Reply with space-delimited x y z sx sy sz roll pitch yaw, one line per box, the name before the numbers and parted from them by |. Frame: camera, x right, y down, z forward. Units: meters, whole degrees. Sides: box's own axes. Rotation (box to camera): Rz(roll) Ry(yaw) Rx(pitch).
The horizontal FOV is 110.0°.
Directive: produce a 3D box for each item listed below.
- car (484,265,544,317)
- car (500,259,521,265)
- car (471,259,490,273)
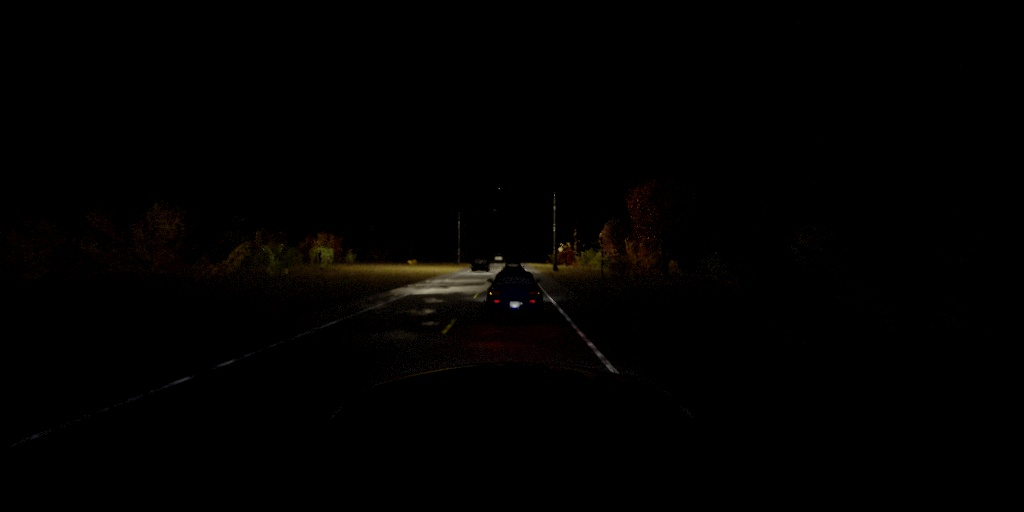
car | 0.085 1.228 12.756 1.812 1.442 4.674 0 0 0
car | 0.085 1.202 27.989 1.994 1.385 4.181 0 0 0
car | -3.595 1.065 41.428 1.882 1.535 5.008 0 0 0
